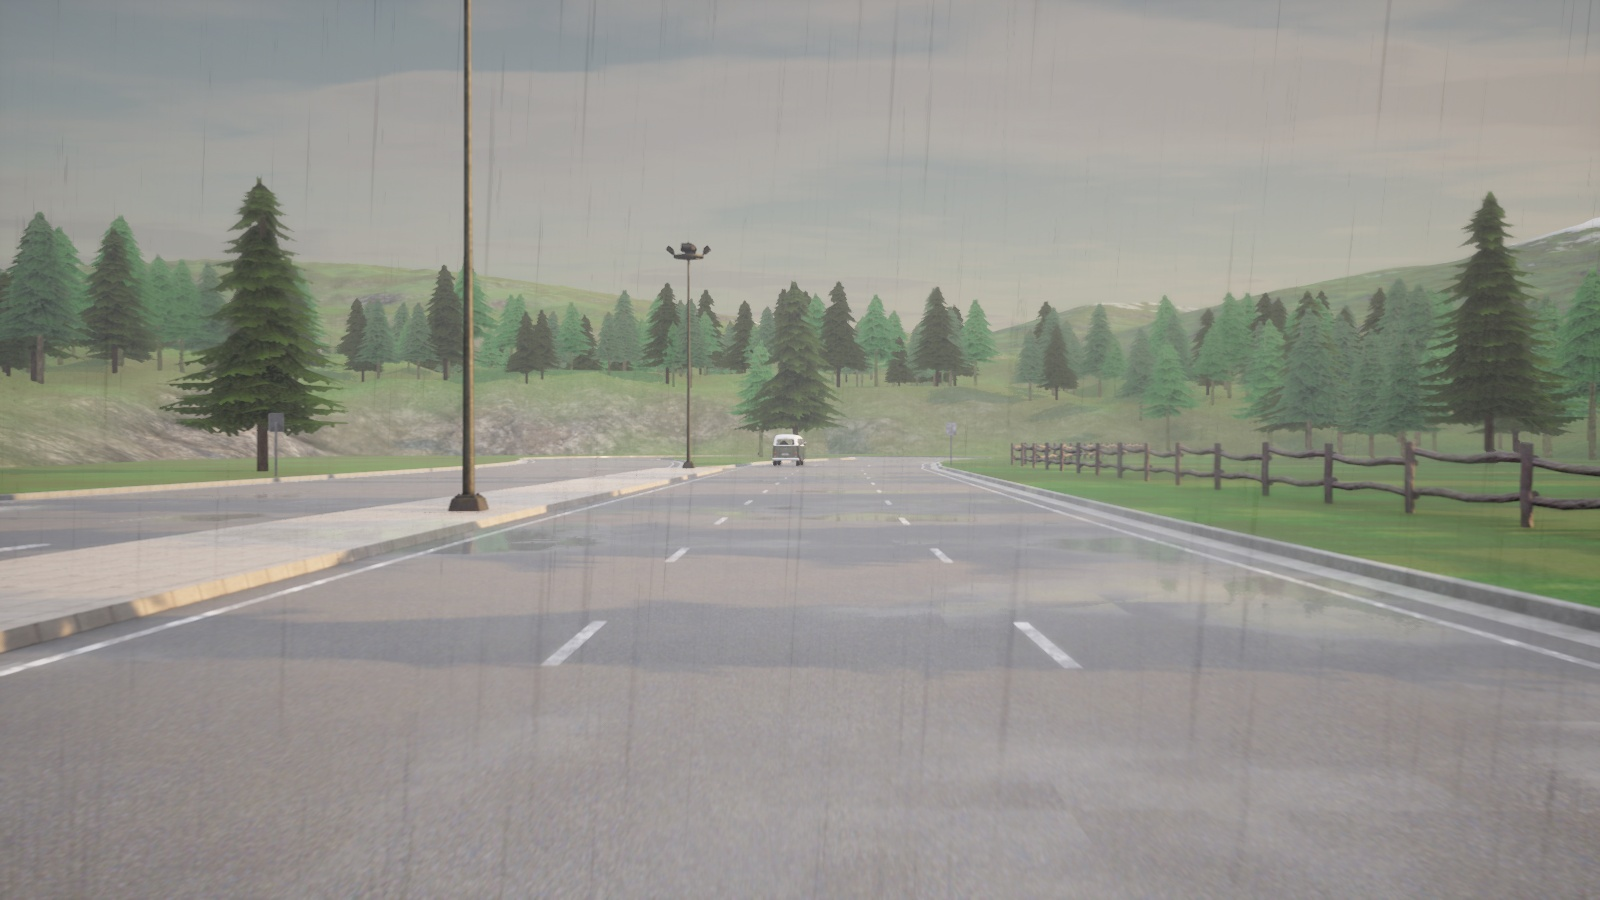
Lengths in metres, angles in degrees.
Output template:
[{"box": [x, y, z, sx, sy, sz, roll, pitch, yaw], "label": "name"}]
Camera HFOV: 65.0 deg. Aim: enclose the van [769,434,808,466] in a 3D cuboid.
[{"box": [-0.708, 0.007, 82.449, 2.069, 2.038, 4.480, 0, 0, 6], "label": "van"}]
